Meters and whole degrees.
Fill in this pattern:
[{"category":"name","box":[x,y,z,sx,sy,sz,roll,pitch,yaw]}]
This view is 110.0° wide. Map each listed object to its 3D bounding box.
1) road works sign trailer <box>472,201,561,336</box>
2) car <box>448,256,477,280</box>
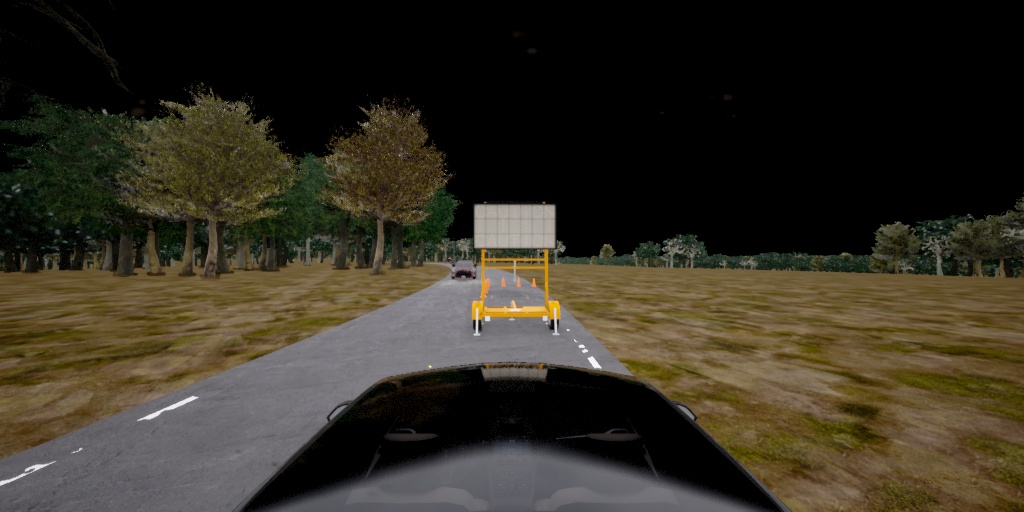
[{"category":"road works sign trailer","box":[0.077,0.214,10.436,2.380,3.560,2.880,0,0,-2]},{"category":"car","box":[-4.081,1.102,31.003,2.097,1.767,4.553,0,0,-5]}]
